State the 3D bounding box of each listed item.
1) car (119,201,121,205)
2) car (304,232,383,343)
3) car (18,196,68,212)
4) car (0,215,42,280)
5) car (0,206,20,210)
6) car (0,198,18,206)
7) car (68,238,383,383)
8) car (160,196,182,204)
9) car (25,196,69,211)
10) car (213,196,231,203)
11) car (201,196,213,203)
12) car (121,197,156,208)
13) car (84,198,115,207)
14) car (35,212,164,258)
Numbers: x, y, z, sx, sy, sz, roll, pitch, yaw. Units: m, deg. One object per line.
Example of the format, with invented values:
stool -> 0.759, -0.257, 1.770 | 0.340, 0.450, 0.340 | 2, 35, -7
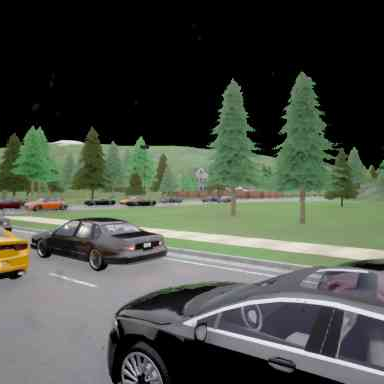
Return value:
car -> -9.126, 1.478, 52.319 | 1.882, 1.535, 5.008 | 0, 1, 39
car -> 4.186, 1.564, 5.202 | 4.181, 1.385, 1.994 | 0, 0, 38
car -> -16.476, 1.352, 37.429 | 2.097, 1.767, 4.553 | 0, 0, 38
car -> -6.252, 1.478, 8.860 | 5.008, 1.535, 1.882 | 0, 0, 38
car -> -11.231, 1.547, 17.095 | 5.357, 1.411, 2.033 | 0, 0, 38
car -> -22.743, 1.477, 40.811 | 1.882, 1.535, 5.008 | 0, 0, 38
car -> 1.220, 1.492, 3.080 | 4.902, 1.511, 2.128 | 0, 0, 38
car -> -4.089, 1.491, 64.221 | 2.128, 1.511, 4.902 | 0, 0, 39
car -> -17.884, 1.352, 41.298 | 2.097, 1.767, 4.553 | 0, 0, 38
car -> 6.715, 1.525, 66.499 | 1.812, 1.442, 4.674 | 0, 0, 39
car -> 3.857, 1.507, 68.525 | 1.837, 1.490, 4.892 | 0, 0, 39
car -> -7.503, 1.600, 48.738 | 1.895, 1.301, 4.718 | 0, 0, 38
car -> -14.271, 1.600, 51.471 | 1.895, 1.301, 4.718 | 0, 0, 38
car -> -3.245, 1.547, 10.955 | 5.357, 1.411, 2.033 | 0, 0, 38
